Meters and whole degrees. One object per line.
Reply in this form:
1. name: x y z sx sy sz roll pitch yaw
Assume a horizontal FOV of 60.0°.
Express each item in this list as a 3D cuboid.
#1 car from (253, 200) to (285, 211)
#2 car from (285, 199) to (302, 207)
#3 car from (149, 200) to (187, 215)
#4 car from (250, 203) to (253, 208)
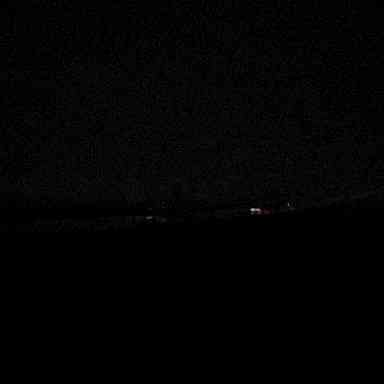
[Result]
1. car: 11.392 1.907 48.855 2.128 1.511 4.902 -1 0 36
2. car: 17.424 1.870 57.308 1.812 1.442 4.674 -1 0 36
3. car: -2.519 1.673 35.760 2.097 1.767 4.553 -1 -1 36
4. car: 11.516 1.956 55.094 2.033 1.411 5.357 -1 0 36
